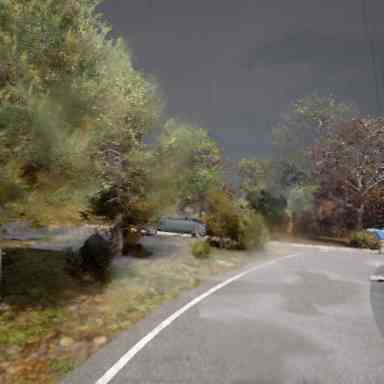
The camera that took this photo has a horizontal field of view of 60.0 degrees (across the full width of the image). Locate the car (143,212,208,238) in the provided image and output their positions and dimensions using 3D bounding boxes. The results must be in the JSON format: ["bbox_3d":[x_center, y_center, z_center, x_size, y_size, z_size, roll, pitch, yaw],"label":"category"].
[{"bbox_3d":[-0.842,1.797,18.790,4.181,1.385,1.994,6,-6,-8],"label":"car"}]
